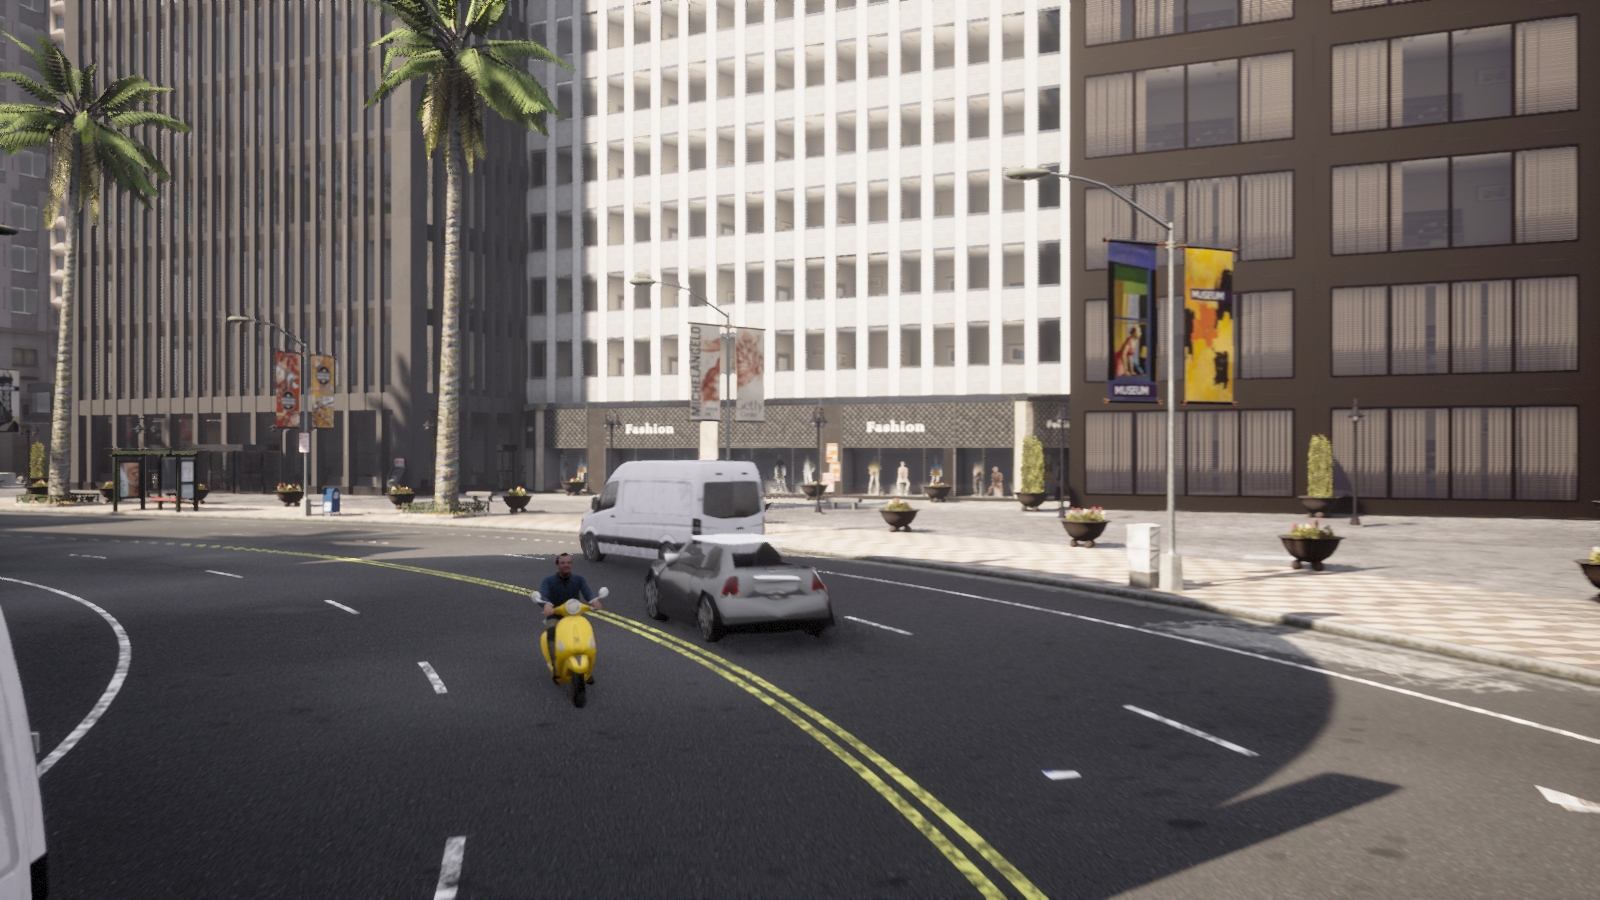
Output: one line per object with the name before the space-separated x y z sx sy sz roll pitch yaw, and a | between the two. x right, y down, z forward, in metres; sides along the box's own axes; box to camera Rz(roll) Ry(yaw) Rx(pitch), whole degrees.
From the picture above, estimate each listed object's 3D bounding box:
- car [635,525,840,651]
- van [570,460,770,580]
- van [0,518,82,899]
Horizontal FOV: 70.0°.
car | -1.107 2.065 18.102 1.970 1.475 3.806 0 0 -25
van | -3.290 1.536 27.623 1.988 2.561 5.915 0 0 -38
van | -3.458 1.535 1.332 1.988 2.561 5.915 0 0 -6
